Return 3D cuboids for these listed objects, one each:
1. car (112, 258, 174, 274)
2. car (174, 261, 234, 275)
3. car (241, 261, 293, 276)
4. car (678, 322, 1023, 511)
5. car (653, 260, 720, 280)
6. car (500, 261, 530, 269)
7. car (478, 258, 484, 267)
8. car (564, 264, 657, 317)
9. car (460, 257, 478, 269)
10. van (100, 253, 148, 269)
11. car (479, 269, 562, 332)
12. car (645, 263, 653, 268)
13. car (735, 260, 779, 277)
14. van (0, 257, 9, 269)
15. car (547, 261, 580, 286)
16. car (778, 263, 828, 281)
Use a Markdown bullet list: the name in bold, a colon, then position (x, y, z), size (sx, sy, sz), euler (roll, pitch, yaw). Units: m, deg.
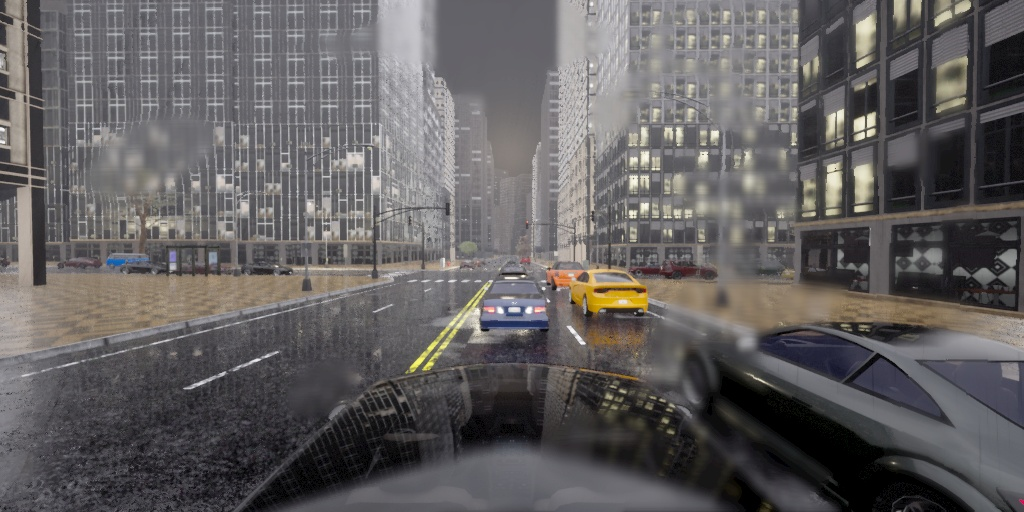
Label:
- **car**: position (-34.157, 1.067, 33.678), size (4.313, 1.339, 1.948), euler (0, 0, 1)
- **car**: position (-28.476, 1.136, 33.515), size (4.207, 1.307, 1.802), euler (0, 0, 1)
- **car**: position (-22.791, 1.172, 33.393), size (4.313, 1.339, 1.948), euler (0, 0, 1)
- **car**: position (3.337, 1.313, 3.400), size (1.994, 1.385, 4.181), euler (0, 0, 1)
- **car**: position (16.135, 1.267, 32.940), size (5.009, 1.841, 2.192), euler (0, 0, 1)
- **car**: position (0.065, 1.231, 20.579), size (2.128, 1.511, 4.902), euler (0, 0, 0)
- **car**: position (-6.680, 1.050, 64.397), size (2.097, 1.767, 4.553), euler (0, 0, 0)
- **car**: position (3.328, 1.222, 13.233), size (1.882, 1.535, 5.008), euler (0, 0, 0)
- **car**: position (-6.692, 1.275, 54.351), size (1.994, 1.385, 4.181), euler (0, 0, 0)
- **van**: position (-45.364, 0.602, 42.317), size (3.998, 1.789, 1.690), euler (0, 0, 1)
- **car**: position (0.084, 1.293, 10.827), size (2.033, 1.411, 5.357), euler (0, 0, 1)
- **car**: position (15.009, 1.448, 38.766), size (4.718, 1.301, 1.895), euler (1, 1, 2)
- **car**: position (26.667, 1.303, 38.552), size (4.553, 1.767, 2.097), euler (1, 1, 1)
- **van**: position (-51.201, 0.685, 34.043), size (3.998, 1.789, 1.690), euler (0, 0, 1)
- **car**: position (3.311, 1.091, 22.238), size (2.097, 1.767, 4.553), euler (0, 0, 0)
- **car**: position (27.583, 1.576, 32.765), size (4.829, 1.417, 1.751), euler (0, 0, 1)
